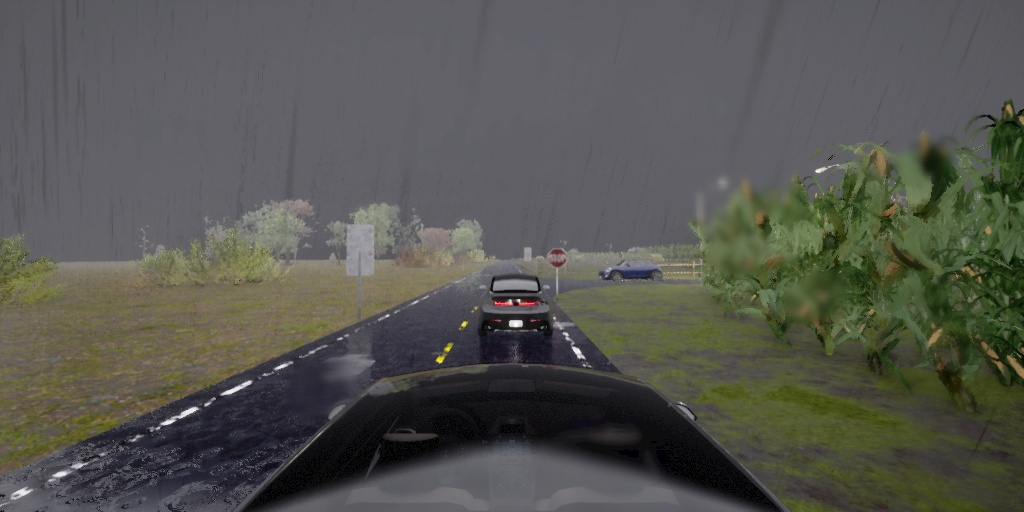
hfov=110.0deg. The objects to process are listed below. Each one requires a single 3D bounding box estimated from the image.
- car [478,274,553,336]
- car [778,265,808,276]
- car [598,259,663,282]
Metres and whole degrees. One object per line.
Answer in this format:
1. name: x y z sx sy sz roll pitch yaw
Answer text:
1. car: 0.083 1.252 10.362 1.837 1.490 4.892 0 0 0
2. car: 21.445 1.071 27.766 4.674 1.442 1.812 0 -1 -1
3. car: 8.928 1.015 27.327 4.553 1.767 2.097 -1 -1 -5
